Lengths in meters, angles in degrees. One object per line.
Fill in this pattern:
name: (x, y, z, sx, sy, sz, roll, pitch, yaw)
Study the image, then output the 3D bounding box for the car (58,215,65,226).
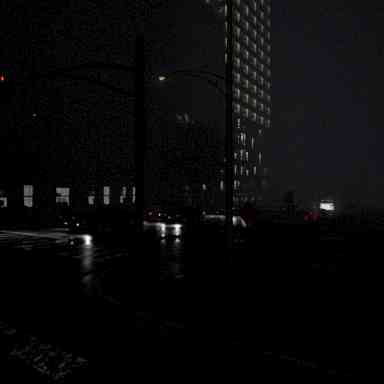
car: (-7.697, 1.921, 25.279, 1.895, 1.301, 4.718, 0, -1, 33)

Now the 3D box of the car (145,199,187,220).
car: (-2.400, 1.717, 33.489, 2.150, 2.045, 5.566, 0, -1, 33)

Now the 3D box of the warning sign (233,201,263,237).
warning sign: (3.109, 1.454, 18.570, 1.300, 1.860, 1.060, 1, 1, 33)

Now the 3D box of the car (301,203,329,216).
car: (16.496, 2.456, 44.519, 1.895, 1.301, 4.718, 0, -1, 33)

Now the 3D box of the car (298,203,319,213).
car: (19.164, 2.576, 54.737, 2.033, 1.411, 5.357, 0, -1, 33)

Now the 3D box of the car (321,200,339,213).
car: (21.914, 2.254, 53.003, 2.150, 2.045, 5.566, 0, -1, 33)

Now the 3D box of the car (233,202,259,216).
car: (6.644, 2.058, 41.486, 2.097, 1.767, 4.553, 0, -1, 33)

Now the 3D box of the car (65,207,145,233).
car: (-5.681, 1.805, 22.413, 1.837, 1.490, 4.892, 0, -1, 33)

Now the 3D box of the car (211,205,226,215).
car: (4.368, 2.319, 43.962, 1.895, 1.301, 4.718, 0, -1, 33)

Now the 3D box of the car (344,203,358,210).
car: (31.480, 2.837, 65.732, 1.812, 1.442, 4.674, 0, -1, 33)

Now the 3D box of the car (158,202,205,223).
car: (-0.623, 1.972, 30.248, 1.837, 1.490, 4.892, 0, -1, 33)

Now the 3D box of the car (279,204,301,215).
car: (13.630, 2.395, 46.075, 2.033, 1.411, 5.357, 0, -1, 33)
